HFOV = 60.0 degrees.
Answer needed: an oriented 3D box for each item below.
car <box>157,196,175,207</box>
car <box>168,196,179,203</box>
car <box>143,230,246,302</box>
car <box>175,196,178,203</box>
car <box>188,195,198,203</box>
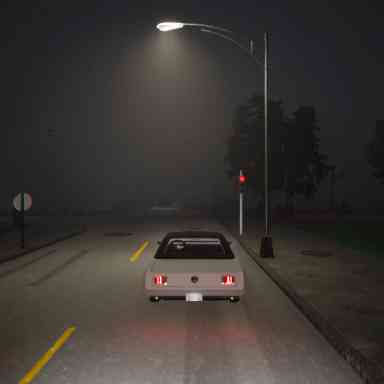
[{"bbox_3d":[-4.055,1.505,50.066,1.837,1.490,4.892,0,0,0],"label":"car"},{"bbox_3d":[-3.943,1.540,70.105,2.033,1.411,5.357,0,0,0],"label":"car"},{"bbox_3d":[0.063,1.601,8.194,1.895,1.301,4.718,0,0,0],"label":"car"},{"bbox_3d":[-4.023,1.547,59.764,2.033,1.411,5.357,0,0,0],"label":"car"},{"bbox_3d":[0.156,1.352,69.706,2.097,1.767,4.553,0,0,0],"label":"car"}]
